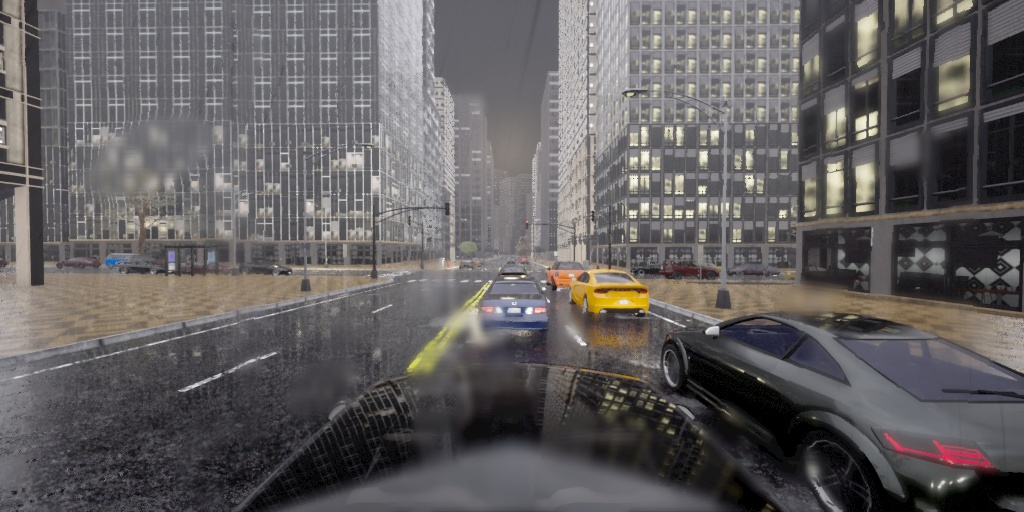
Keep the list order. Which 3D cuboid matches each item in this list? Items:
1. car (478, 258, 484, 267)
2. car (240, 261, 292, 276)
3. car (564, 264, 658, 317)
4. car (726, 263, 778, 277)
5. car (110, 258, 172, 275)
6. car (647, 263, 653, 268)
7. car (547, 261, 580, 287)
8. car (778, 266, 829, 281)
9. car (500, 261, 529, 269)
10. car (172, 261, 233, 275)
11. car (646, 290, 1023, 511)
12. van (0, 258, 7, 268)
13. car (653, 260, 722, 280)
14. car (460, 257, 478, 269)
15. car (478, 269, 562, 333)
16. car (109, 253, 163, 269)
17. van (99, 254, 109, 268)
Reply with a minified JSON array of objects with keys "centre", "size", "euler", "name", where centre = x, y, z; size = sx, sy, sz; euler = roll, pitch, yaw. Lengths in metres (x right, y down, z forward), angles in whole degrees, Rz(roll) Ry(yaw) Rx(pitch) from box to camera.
[{"centre":[-6.696,1.054,64.259],"size":[2.097,1.767,4.553],"euler":[0,0,0],"name":"car"},{"centre":[-22.799,1.173,33.296],"size":[4.313,1.339,1.948],"euler":[0,0,1],"name":"car"},{"centre":[3.325,1.223,13.142],"size":[1.882,1.535,5.008],"euler":[0,0,0],"name":"car"},{"centre":[25.603,1.490,38.486],"size":[5.357,1.411,2.033],"euler":[1,1,1],"name":"car"},{"centre":[-34.165,1.068,33.578],"size":[4.313,1.339,1.948],"euler":[0,0,1],"name":"car"},{"centre":[15.189,1.452,38.646],"size":[4.718,1.301,1.895],"euler":[1,1,1],"name":"car"},{"centre":[3.305,1.092,22.147],"size":[2.097,1.767,4.553],"euler":[0,0,0],"name":"car"},{"centre":[27.575,1.578,32.680],"size":[4.829,1.417,1.751],"euler":[0,0,1],"name":"car"},{"centre":[0.060,1.232,20.488],"size":[2.128,1.511,4.902],"euler":[0,0,0],"name":"car"},{"centre":[-28.484,1.137,33.417],"size":[4.207,1.307,1.802],"euler":[0,0,1],"name":"car"},{"centre":[3.339,1.313,4.057],"size":[1.994,1.385,4.181],"euler":[0,0,0],"name":"car"},{"centre":[-51.210,0.686,33.940],"size":[3.998,1.789,1.690],"euler":[0,0,1],"name":"van"},{"centre":[16.126,1.268,32.852],"size":[5.009,1.841,2.192],"euler":[0,0,1],"name":"car"},{"centre":[-6.705,1.277,54.258],"size":[1.994,1.385,4.181],"euler":[0,0,0],"name":"car"},{"centre":[0.081,1.294,10.735],"size":[2.033,1.411,5.357],"euler":[0,0,1],"name":"car"},{"centre":[-40.778,0.701,39.525],"size":[4.553,1.767,2.097],"euler":[1,1,1],"name":"car"},{"centre":[-45.375,0.604,42.215],"size":[3.998,1.789,1.690],"euler":[0,0,1],"name":"van"}]
